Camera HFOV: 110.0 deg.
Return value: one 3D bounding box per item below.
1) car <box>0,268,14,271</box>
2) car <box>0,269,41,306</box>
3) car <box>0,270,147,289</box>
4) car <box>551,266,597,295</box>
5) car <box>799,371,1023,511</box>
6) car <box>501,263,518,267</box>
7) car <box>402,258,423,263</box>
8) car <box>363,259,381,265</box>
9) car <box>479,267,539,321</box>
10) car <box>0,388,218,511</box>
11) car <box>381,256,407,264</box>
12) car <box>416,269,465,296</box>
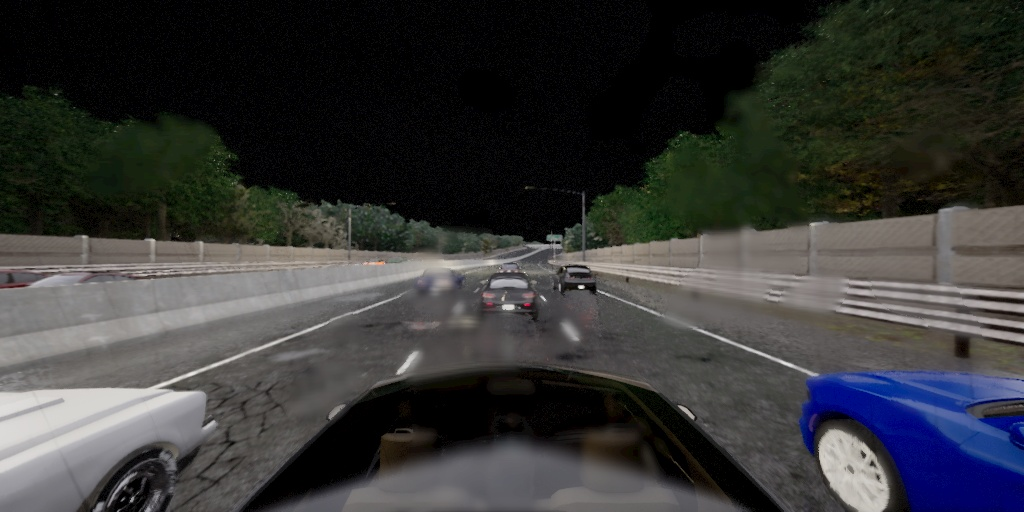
[{"bbox_3d":[-17.813,1.199,11.932,1.882,1.535,5.008,0,0,-1],"label":"car"},{"bbox_3d":[-21.326,1.263,12.780,2.033,1.411,5.357,0,0,0],"label":"car"},{"bbox_3d":[-14.314,1.252,11.880,1.812,1.442,4.674,0,0,-1],"label":"car"},{"bbox_3d":[3.324,1.255,19.704,1.837,1.490,4.892,0,0,0],"label":"car"},{"bbox_3d":[3.557,1.233,1.160,1.882,1.535,5.008,0,0,-1],"label":"car"},{"bbox_3d":[-0.196,1.314,31.444,2.033,1.411,5.357,0,0,1],"label":"car"},{"bbox_3d":[-14.030,1.407,53.261,2.033,1.411,5.357,0,0,2],"label":"car"},{"bbox_3d":[-20.977,1.212,54.921,2.097,1.767,4.553,0,0,2],"label":"car"},{"bbox_3d":[-0.110,1.271,12.343,1.812,1.442,4.674,0,0,-1],"label":"car"},{"bbox_3d":[-3.443,1.347,0.926,1.895,1.301,4.718,0,0,-1],"label":"car"},{"bbox_3d":[-17.478,1.085,54.879,2.150,2.045,5.566,0,0,2],"label":"car"},{"bbox_3d":[-3.678,1.341,19.359,1.895,1.301,4.718,0,0,0],"label":"car"}]
